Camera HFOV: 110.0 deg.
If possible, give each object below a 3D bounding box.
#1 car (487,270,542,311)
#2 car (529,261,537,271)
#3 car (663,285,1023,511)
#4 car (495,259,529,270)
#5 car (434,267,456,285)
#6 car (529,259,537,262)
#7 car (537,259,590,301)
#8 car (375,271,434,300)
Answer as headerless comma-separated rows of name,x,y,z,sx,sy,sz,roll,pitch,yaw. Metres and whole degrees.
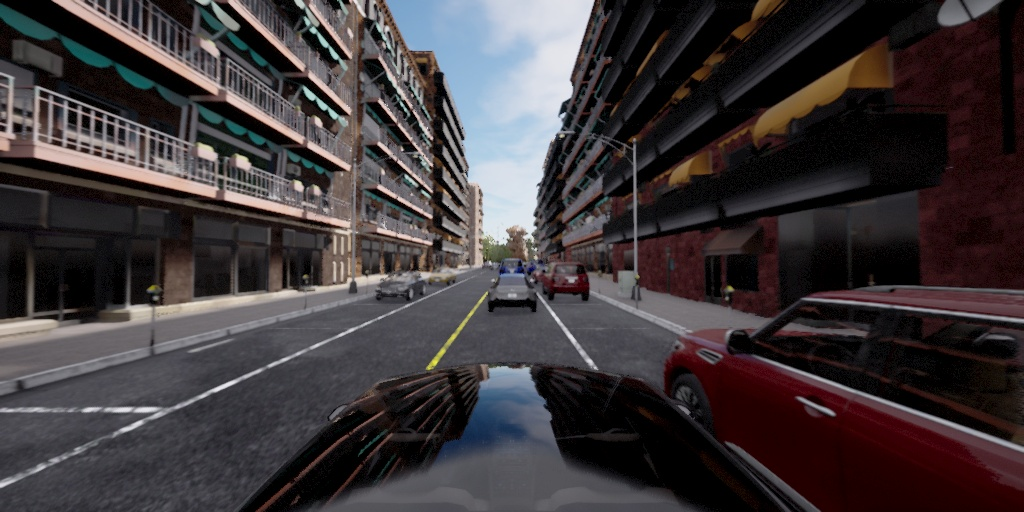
car,0.021,1.457,15.341,1.994,1.385,4.181,0,-1,0
car,2.690,1.485,29.803,1.967,1.591,4.097,0,0,0
car,2.692,1.068,1.965,2.192,1.841,5.009,0,0,0
car,0.007,1.266,29.458,2.150,2.045,5.566,0,0,0
car,-5.691,1.570,29.666,1.751,1.417,4.829,0,0,0
car,3.104,1.452,46.537,2.150,2.045,5.566,0,-1,0
car,2.691,1.242,18.667,2.192,1.841,5.009,0,0,0
car,-5.690,1.478,18.700,2.007,1.370,4.403,0,0,0
